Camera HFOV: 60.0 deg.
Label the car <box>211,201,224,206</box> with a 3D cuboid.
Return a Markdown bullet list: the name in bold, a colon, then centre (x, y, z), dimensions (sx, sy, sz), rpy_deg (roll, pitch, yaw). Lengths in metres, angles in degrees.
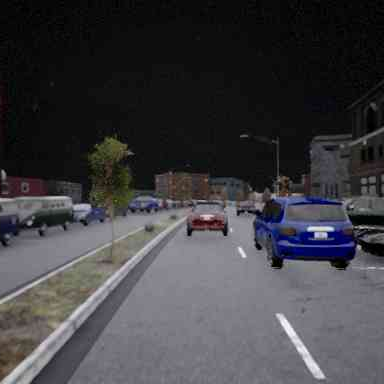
- **car**: centre (6.792, 3.053, 88.411), dimensions (2.231, 1.521, 4.892), rpy_deg (0, -2, 19)

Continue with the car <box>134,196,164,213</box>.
- **car**: centre (-5.552, 1.443, 40.002), dimensions (2.435, 2.045, 5.566), rpy_deg (0, -1, 10)

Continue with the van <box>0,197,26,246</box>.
- **van**: centre (-8.428, 1.228, 12.360), dimensions (1.878, 1.987, 4.442), rpy_deg (0, 0, 4)

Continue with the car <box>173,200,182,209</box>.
- **car**: centre (-3.585, 1.949, 51.066), dimensions (2.231, 1.521, 4.892), rpy_deg (0, -2, 12)

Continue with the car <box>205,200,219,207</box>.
- **car**: centre (4.987, 2.879, 83.197), dimensions (2.231, 1.521, 4.892), rpy_deg (0, -2, 19)

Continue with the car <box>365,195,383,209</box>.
- **car**: centre (8.369, 1.193, 16.608), dimensions (5.566, 2.045, 2.435), rpy_deg (0, 0, 4)

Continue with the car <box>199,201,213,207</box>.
- **car**: centre (3.271, 2.761, 77.922), dimensions (2.002, 1.452, 4.674), rpy_deg (0, -2, 18)

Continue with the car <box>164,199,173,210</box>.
- **car**: centre (-4.621, 1.684, 45.531), dimensions (2.185, 1.767, 4.553), rpy_deg (0, -1, 11)

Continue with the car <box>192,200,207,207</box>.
- **car**: centre (1.670, 2.567, 72.613), dimensions (2.097, 1.535, 5.008), rpy_deg (0, -2, 17)

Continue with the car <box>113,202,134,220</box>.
- **car**: centre (-7.005, 1.572, 29.048), dimensions (2.002, 1.452, 4.674), rpy_deg (0, -1, 7)

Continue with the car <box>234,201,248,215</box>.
- **car**: centre (5.617, 1.724, 34.831), dimensions (1.895, 1.301, 4.718), rpy_deg (0, -1, 8)

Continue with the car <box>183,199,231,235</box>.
- **car**: centre (0.900, 1.327, 18.574), dimensions (2.097, 1.767, 4.553), rpy_deg (0, 0, 4)

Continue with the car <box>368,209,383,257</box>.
- **car**: centre (8.048, 1.479, 11.152), dimensions (4.792, 1.488, 2.163), rpy_deg (0, 0, 3)

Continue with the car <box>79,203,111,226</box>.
- **car**: centre (-7.577, 1.524, 23.536), dimensions (2.002, 1.452, 4.674), rpy_deg (0, 0, 6)

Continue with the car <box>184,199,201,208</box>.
- **car**: centre (0.189, 2.288, 67.297), dimensions (2.185, 1.767, 4.553), rpy_deg (0, -2, 16)

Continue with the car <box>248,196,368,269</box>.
- **car**: centre (3.432, 1.192, 11.210), dimensions (2.150, 2.045, 5.566), rpy_deg (0, 0, 3)

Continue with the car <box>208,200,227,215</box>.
- **car**: centre (2.871, 1.660, 36.697), dimensions (1.837, 1.490, 4.892), rpy_deg (0, -1, 8)

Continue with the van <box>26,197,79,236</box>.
- **van**: centre (-8.078, 1.232, 17.888), dimensions (1.878, 1.987, 4.442), rpy_deg (0, 0, 5)

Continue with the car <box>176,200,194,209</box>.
- **car**: centre (-1.217, 2.283, 61.742), dimensions (2.163, 1.488, 4.792), rpy_deg (0, -2, 14)
